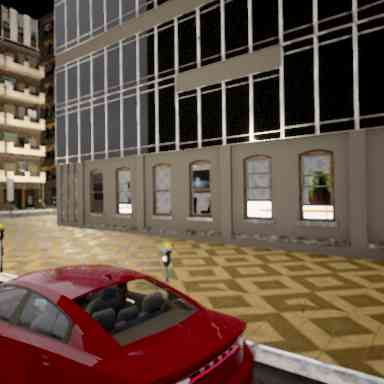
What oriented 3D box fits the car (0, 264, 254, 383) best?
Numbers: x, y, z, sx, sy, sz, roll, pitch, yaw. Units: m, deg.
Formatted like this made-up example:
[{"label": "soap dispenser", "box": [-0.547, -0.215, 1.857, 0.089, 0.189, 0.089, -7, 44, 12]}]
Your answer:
[{"label": "car", "box": [-1.511, 1.559, 3.967, 4.507, 1.381, 1.887, 0, -1, 36]}]
